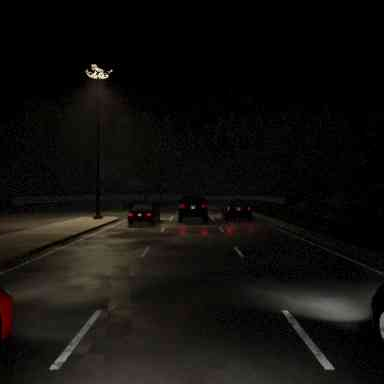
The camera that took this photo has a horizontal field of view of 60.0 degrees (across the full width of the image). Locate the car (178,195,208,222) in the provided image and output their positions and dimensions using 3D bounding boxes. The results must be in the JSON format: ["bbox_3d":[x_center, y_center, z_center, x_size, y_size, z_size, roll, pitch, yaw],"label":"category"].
[{"bbox_3d":[0.089,1.220,26.371,2.150,2.045,5.566,0,0,0],"label":"car"}]

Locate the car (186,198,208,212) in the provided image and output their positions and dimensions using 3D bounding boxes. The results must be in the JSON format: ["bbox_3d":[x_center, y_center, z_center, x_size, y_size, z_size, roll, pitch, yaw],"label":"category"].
[{"bbox_3d":[0.715,1.491,40.331,2.128,1.511,4.902,0,0,7],"label":"car"}]

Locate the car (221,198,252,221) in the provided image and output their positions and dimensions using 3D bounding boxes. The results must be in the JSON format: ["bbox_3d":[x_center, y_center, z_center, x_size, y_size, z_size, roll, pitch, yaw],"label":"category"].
[{"bbox_3d":[3.600,1.351,27.613,2.097,1.767,4.553,0,0,0],"label":"car"}]

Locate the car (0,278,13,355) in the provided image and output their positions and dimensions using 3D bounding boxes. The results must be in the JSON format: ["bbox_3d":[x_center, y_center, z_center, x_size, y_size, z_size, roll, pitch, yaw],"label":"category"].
[{"bbox_3d":[-3.402,1.219,1.955,2.150,2.045,5.566,0,0,0],"label":"car"}]

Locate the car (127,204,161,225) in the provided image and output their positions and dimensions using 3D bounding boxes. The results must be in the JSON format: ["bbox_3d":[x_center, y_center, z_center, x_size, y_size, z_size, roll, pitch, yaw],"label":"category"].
[{"bbox_3d":[-3.419,1.547,24.368,2.033,1.411,5.357,0,0,0],"label":"car"}]

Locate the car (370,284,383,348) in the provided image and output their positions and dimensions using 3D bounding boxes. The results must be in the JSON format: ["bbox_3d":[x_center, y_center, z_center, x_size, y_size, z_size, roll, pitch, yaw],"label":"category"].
[{"bbox_3d":[3.597,1.503,3.061,1.837,1.490,4.892,0,-1,0],"label":"car"}]
